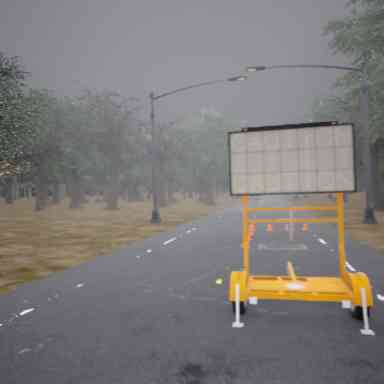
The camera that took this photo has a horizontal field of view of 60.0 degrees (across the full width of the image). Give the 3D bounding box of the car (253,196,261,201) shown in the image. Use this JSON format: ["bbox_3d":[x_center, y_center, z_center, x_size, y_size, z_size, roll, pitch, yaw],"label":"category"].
[{"bbox_3d":[16.694,1.635,85.095,2.033,1.411,5.357,-2,0,13],"label":"car"}]

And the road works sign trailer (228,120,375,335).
[{"bbox_3d":[2.002,0.445,6.754,2.380,3.560,2.880,-2,0,13],"label":"road works sign trailer"}]
